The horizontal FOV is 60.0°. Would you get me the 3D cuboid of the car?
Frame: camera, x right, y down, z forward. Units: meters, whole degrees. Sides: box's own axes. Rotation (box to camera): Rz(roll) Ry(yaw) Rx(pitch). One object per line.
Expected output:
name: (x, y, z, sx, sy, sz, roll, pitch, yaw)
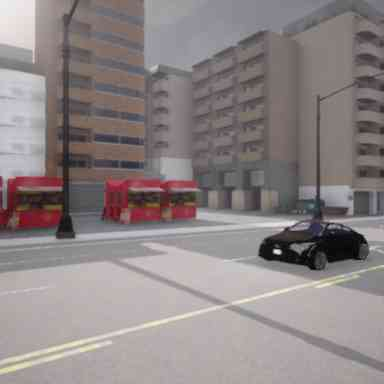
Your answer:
car: (4.241, 1.691, 11.428, 4.181, 1.385, 1.994, 1, -1, -36)
